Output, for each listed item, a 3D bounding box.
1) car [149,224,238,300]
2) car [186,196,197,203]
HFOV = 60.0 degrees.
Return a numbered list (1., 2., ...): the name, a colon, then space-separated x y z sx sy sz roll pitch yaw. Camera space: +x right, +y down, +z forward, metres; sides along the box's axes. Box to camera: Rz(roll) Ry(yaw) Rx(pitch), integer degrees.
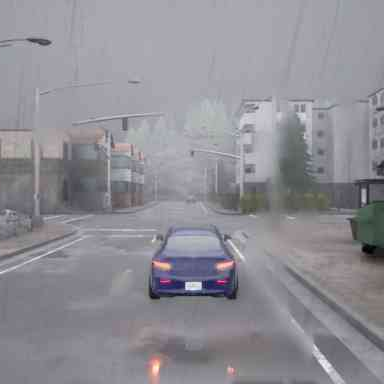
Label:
1. car: 0.040 1.526 8.290 1.812 1.442 4.674 0 0 0
2. car: -0.143 1.526 66.933 1.812 1.442 4.674 0 0 0
